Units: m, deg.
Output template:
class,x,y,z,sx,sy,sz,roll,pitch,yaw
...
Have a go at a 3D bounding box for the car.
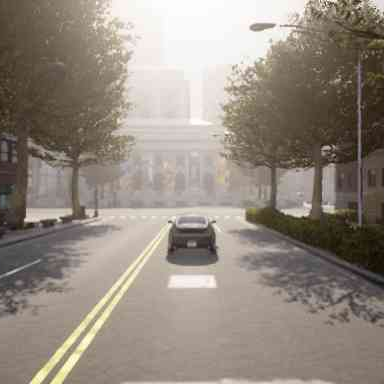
class,x,y,z,sx,sy,sz,roll,pitch,yaw
car,0.004,1.643,14.295,1.837,1.490,4.892,0,0,0
